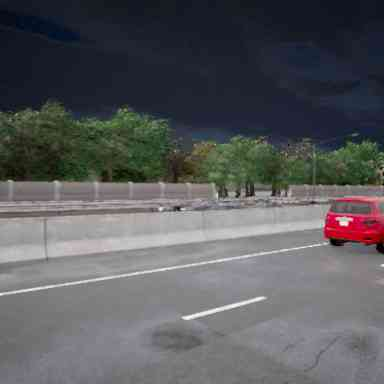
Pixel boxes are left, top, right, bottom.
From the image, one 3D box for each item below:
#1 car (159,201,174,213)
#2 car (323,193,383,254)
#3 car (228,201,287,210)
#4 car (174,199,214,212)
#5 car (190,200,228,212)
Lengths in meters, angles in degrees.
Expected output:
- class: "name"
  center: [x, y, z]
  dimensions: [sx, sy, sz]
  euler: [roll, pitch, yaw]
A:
- class: "car"
  center: [-1.033, 1.481, 33.386]
  dimensions: [4.902, 1.511, 2.128]
  euler: [0, 0, -36]
- class: "car"
  center: [7.727, 1.227, 13.705]
  dimensions: [5.566, 2.045, 2.150]
  euler: [0, 0, -36]
- class: "car"
  center: [5.361, 1.490, 25.052]
  dimensions: [4.892, 1.490, 1.837]
  euler: [0, 0, -36]
- class: "car"
  center: [1.168, 1.479, 30.659]
  dimensions: [4.902, 1.511, 2.128]
  euler: [0, 0, -36]
- class: "car"
  center: [2.485, 1.591, 27.298]
  dimensions: [4.718, 1.301, 1.895]
  euler: [0, 0, -36]
